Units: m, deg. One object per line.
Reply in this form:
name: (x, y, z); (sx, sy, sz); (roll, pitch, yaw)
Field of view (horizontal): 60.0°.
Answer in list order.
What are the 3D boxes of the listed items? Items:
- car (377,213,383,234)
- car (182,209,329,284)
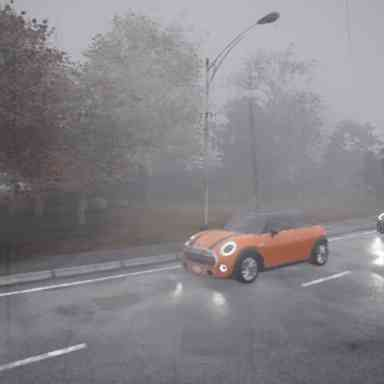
car: (11.014, 1.117, 16.263); (4.553, 1.767, 2.097); (-2, 1, -36)
car: (1.933, 1.335, 9.713); (4.553, 1.767, 2.097); (-1, 0, -36)
